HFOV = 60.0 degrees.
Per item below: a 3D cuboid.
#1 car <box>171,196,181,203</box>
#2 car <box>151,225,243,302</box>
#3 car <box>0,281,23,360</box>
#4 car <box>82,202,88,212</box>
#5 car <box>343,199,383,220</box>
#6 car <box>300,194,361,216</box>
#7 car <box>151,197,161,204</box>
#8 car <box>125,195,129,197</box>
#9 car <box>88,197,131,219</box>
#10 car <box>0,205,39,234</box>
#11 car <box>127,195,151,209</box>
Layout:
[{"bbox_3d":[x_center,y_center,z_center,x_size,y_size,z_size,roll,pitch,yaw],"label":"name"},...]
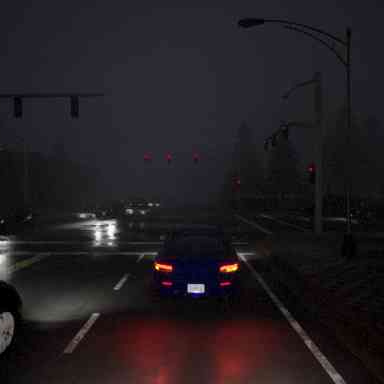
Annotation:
[{"bbox_3d":[-3.447,1.477,69.651,1.882,1.535,5.008,0,0,0],"label":"car"},{"bbox_3d":[0.135,1.526,8.140,1.812,1.442,4.674,0,0,2],"label":"car"},{"bbox_3d":[-3.440,1.505,3.008,1.837,1.490,4.892,0,0,0],"label":"car"},{"bbox_3d":[-10.870,1.478,38.235,1.882,1.535,5.008,0,0,5],"label":"car"},{"bbox_3d":[15.898,1.547,27.652,5.357,1.411,2.033,0,0,0],"label":"car"},{"bbox_3d":[13.078,1.222,31.153,5.566,2.045,2.150,0,0,0],"label":"car"},{"bbox_3d":[-7.044,1.569,63.796,1.994,1.385,4.181,0,0,0],"label":"car"},{"bbox_3d":[-10.605,1.351,56.423,2.097,1.767,4.553,0,0,0],"label":"car"},{"bbox_3d":[-7.117,1.491,29.301,2.128,1.511,4.902,0,0,0],"label":"car"},{"bbox_3d":[-10.601,1.525,19.356,1.812,1.442,4.674,0,0,0],"label":"car"},{"bbox_3d":[-7.122,1.504,44.565,1.837,1.490,4.892,0,0,0],"label":"car"}]
